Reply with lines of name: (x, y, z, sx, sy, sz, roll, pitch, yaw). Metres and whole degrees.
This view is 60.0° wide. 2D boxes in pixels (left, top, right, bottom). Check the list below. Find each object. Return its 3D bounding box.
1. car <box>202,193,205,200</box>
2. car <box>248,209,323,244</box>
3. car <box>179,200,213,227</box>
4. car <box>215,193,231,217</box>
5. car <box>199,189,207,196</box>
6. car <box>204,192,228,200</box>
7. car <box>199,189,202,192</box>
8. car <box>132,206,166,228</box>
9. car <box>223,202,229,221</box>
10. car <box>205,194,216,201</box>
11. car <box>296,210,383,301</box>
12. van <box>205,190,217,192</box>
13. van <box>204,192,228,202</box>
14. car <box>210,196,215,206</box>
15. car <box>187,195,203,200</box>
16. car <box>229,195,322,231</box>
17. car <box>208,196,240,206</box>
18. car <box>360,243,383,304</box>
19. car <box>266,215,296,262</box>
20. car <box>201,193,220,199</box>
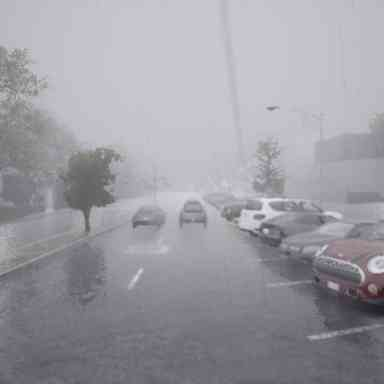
car: (5.008, 1.338, 61.776, 4.892, 1.521, 2.231, 1, 0, -20)
car: (5.084, 1.607, 13.808, 4.792, 1.488, 2.163, 1, 0, -20)
car: (0.079, 1.586, 23.607, 2.128, 1.511, 4.902, 0, 0, 0)
car: (5.025, 1.330, 25.788, 5.566, 2.045, 2.435, 1, 1, -20)
car: (4.990, 1.063, 64.743, 5.566, 2.045, 2.435, 1, 1, -20)
car: (4.992, 1.254, 55.801, 4.553, 1.767, 2.185, 1, 0, -20)
car: (5.035, 1.020, 70.739, 5.566, 2.045, 2.435, 1, 0, -20)
car: (-2.921, 1.661, 23.293, 1.994, 1.385, 4.181, 0, 0, 0)
car: (4.881, 1.583, 19.735, 5.366, 1.575, 1.946, 1, 0, -20)
car: (4.999, 1.452, 49.811, 4.792, 1.488, 2.163, 1, 1, -20)
car: (5.096, 1.423, 7.795, 4.553, 1.767, 2.185, 1, 0, -20)
van: (5.128, 1.133, 58.835, 4.442, 1.987, 1.878, 1, 0, -20)
van: (4.903, 1.066, 67.696, 4.442, 1.987, 1.878, 1, 1, -20)
car: (5.010, 1.539, 37.806, 4.792, 1.488, 2.163, 1, 1, -20)
car: (0.063, 1.505, 40.513, 1.837, 1.490, 4.892, 0, 0, 0)
car: (5.084, 1.335, 16.808, 5.566, 2.045, 2.435, 1, 0, -20)
car: (5.018, 1.441, 52.830, 4.674, 1.452, 2.002, 1, 0, -20)
car: (5.069, 1.567, 4.784, 4.674, 1.452, 2.002, 1, 0, -20)
car: (5.063, 1.608, 10.783, 4.674, 1.452, 2.002, 1, 0, -20)
car: (4.984, 1.089, 88.637, 4.674, 1.452, 2.002, 0, 1, -20)
